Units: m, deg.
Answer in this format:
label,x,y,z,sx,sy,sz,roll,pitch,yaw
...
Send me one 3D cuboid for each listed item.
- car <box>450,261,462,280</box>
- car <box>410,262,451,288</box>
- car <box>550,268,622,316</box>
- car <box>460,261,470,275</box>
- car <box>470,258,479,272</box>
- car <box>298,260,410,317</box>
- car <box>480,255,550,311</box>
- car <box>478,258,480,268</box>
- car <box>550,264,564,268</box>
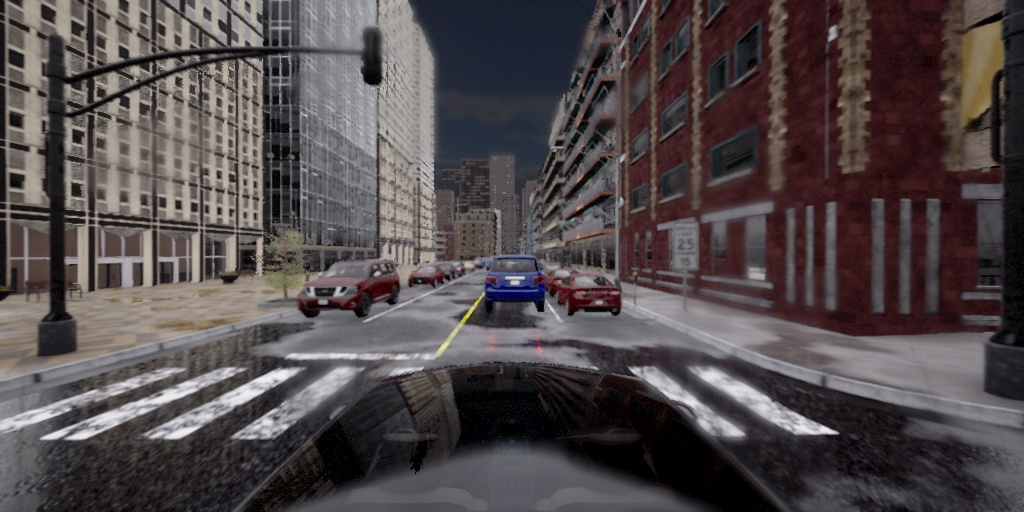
label,x,y,z,sx,sy,sz,roll,pitch,yaw
car,-5.686,1.341,29.890,1.948,1.339,4.313,0,0,0
car,-5.687,1.314,24.362,1.888,1.381,4.507,0,0,0
car,2.691,1.304,13.305,1.888,1.381,4.507,0,0,0
car,-5.685,1.222,35.418,1.967,1.591,4.097,0,0,0
car,-5.682,1.324,46.302,1.751,1.417,4.829,0,0,0
car,-5.689,1.074,13.307,2.192,1.841,5.009,0,0,0
car,0.104,0.981,14.620,2.150,2.045,5.566,0,0,0
car,-5.680,1.361,57.528,1.888,1.381,4.507,0,0,0
car,2.692,1.308,18.832,1.888,1.381,4.507,0,0,0
